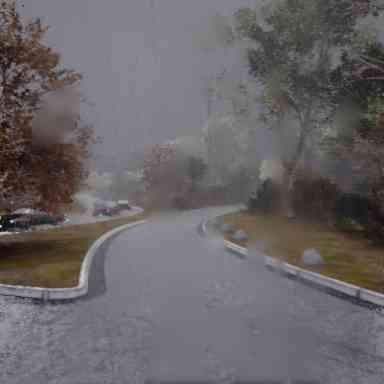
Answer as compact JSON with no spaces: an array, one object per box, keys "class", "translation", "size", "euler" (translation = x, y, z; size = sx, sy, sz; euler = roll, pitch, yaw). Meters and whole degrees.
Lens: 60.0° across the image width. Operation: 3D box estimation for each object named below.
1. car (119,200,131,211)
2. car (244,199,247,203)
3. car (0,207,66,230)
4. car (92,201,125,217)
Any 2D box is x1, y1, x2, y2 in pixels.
[{"class":"car","translation":[-9.693,1.834,46.971],"size":[1.882,1.535,5.008],"euler":[0,0,-13]},{"class":"car","translation":[10.268,1.495,56.232],"size":[1.882,1.535,5.008],"euler":[0,1,27]},{"class":"car","translation":[-10.758,1.694,22.403],"size":[2.033,1.411,5.357],"euler":[0,-1,13]},{"class":"car","translation":[-8.746,1.890,34.357],"size":[1.895,1.301,4.718],"euler":[0,-1,2]}]
